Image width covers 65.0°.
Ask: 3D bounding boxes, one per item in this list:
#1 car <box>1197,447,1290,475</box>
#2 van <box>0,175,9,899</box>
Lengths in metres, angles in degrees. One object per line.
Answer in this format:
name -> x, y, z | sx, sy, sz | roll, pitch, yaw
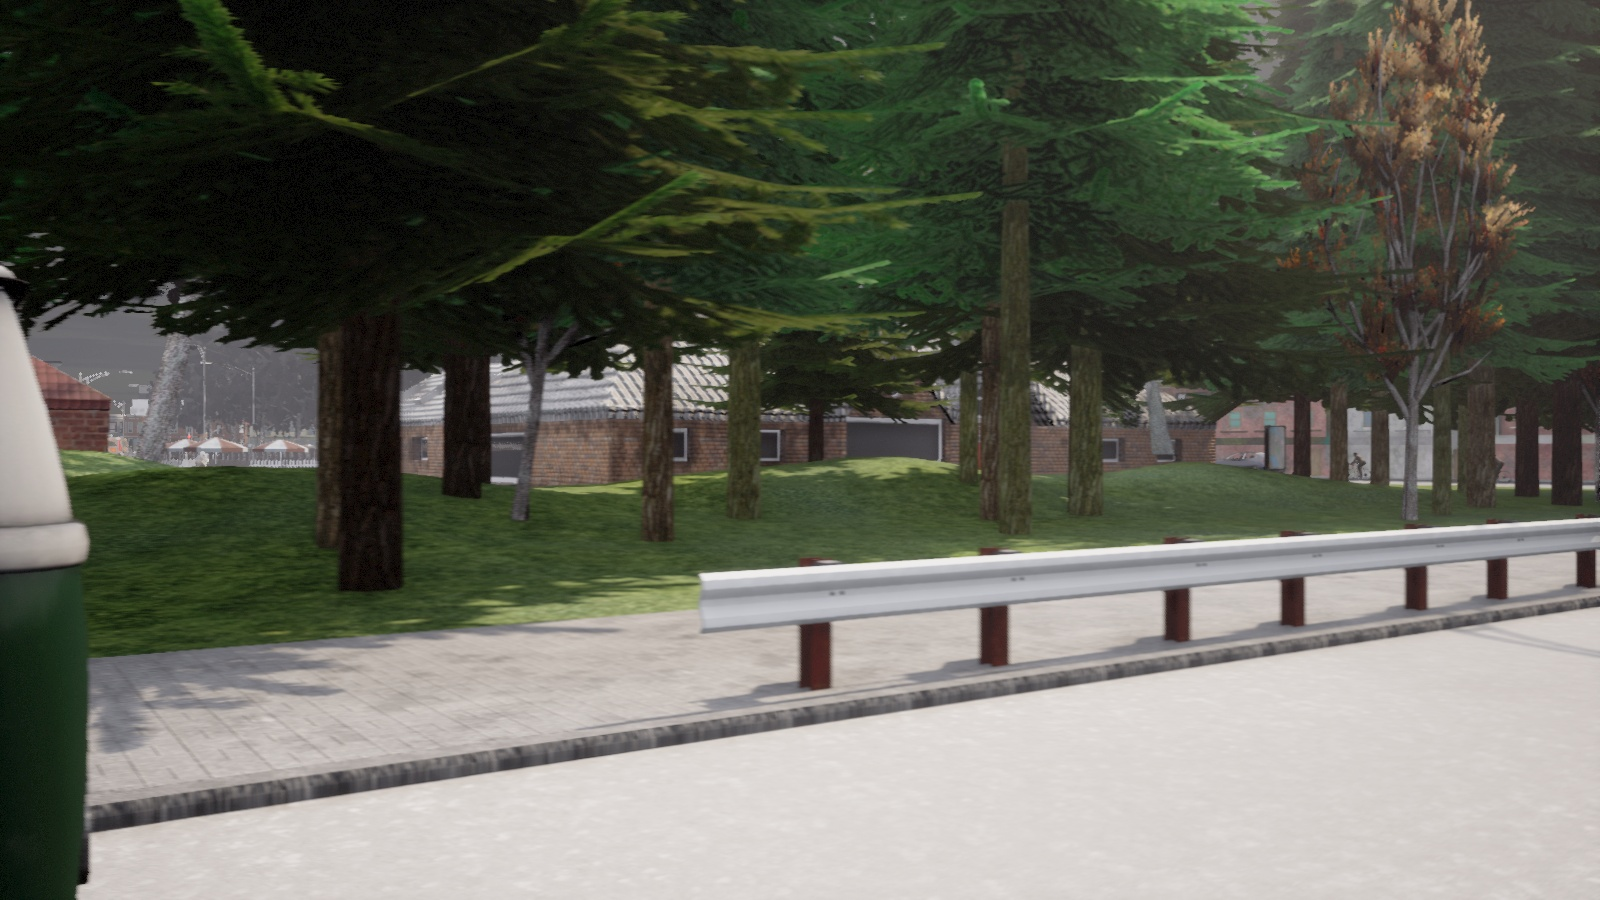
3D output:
car -> 26.984, 0.654, 76.492 | 2.152, 1.651, 5.027 | 0, 0, -35
van -> -3.726, 0.510, 1.675 | 4.442, 1.987, 1.775 | 0, 0, -35
